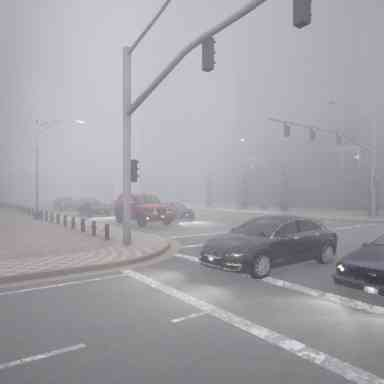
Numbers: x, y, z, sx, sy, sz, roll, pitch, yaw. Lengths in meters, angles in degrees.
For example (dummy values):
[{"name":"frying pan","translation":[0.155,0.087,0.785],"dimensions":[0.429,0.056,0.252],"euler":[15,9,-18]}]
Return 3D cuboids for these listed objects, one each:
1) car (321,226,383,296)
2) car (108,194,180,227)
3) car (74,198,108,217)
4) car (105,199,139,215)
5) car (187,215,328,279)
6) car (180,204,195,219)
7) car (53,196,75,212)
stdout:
[{"name":"car","translation":[5.649,1.521,8.021],"dimensions":[5.357,1.411,2.033],"euler":[0,0,-35]},{"name":"car","translation":[-3.432,1.166,22.742],"dimensions":[2.150,2.045,5.566],"euler":[0,0,-36]},{"name":"car","translation":[-8.931,1.508,30.485],"dimensions":[1.994,1.385,4.181],"euler":[0,0,-35]},{"name":"car","translation":[-7.279,1.508,34.229],"dimensions":[1.994,1.385,4.181],"euler":[0,0,-35]},{"name":"car","translation":[2.469,1.481,10.051],"dimensions":[4.892,1.490,1.837],"euler":[0,0,-35]},{"name":"car","translation":[-1.540,1.508,26.119],"dimensions":[1.994,1.385,4.181],"euler":[0,0,-36]},{"name":"car","translation":[-14.671,1.297,38.702],"dimensions":[2.097,1.767,4.553],"euler":[0,0,-35]}]
